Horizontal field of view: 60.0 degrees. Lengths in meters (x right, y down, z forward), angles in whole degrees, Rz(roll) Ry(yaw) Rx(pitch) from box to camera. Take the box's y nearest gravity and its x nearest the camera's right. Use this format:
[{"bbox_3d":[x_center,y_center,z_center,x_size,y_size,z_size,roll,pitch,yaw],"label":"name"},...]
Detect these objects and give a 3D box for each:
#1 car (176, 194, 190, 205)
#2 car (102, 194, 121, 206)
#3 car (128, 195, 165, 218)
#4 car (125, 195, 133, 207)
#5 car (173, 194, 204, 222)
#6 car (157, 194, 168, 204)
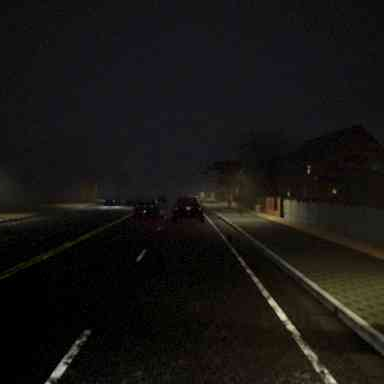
[{"bbox_3d":[-1.434,1.046,50.614,1.882,1.535,5.008,0,0,-3],"label":"car"},{"bbox_3d":[-11.090,1.102,46.273,1.882,1.535,5.008,0,0,-2],"label":"car"},{"bbox_3d":[-3.644,1.258,27.528,2.128,1.511,4.902,0,0,-2],"label":"car"},{"bbox_3d":[-7.763,1.110,44.537,1.882,1.535,5.008,0,0,-2],"label":"car"},{"bbox_3d":[-0.299,1.142,24.357,2.097,1.767,4.553,0,0,-2],"label":"car"},{"bbox_3d":[-4.711,1.050,50.947,1.882,1.535,5.008,0,0,-3],"label":"car"}]
